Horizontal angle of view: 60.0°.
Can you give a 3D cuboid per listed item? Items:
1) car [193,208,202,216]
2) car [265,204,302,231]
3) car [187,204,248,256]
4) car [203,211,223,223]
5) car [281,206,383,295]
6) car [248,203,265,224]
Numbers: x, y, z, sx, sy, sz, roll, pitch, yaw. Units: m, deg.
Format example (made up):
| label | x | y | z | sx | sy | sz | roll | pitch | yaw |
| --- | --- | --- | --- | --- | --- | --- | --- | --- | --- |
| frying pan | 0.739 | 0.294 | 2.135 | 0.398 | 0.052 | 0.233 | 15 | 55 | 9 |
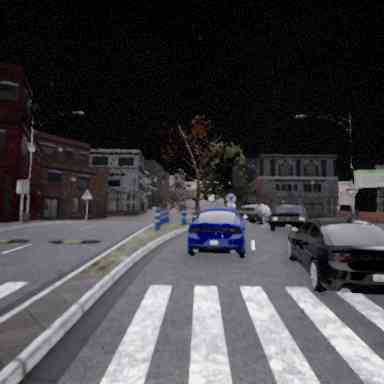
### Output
| label | x | y | z | sx | sy | sz | roll | pitch | yaw |
| --- | --- | --- | --- | --- | --- | --- | --- | --- | --- |
| car | 1.306 | 4.834 | 80.669 | 2.033 | 1.411 | 5.357 | 0 | 1 | 1 |
| car | 5.268 | 1.343 | 17.936 | 1.895 | 1.301 | 4.718 | -1 | -1 | 18 |
| car | 1.049 | 1.321 | 12.520 | 1.882 | 1.535 | 5.008 | 0 | 1 | 9 |
| car | 3.716 | 4.498 | 60.023 | 2.150 | 2.045 | 5.566 | 2 | -3 | -12 |
| car | 3.760 | 1.394 | 8.643 | 1.882 | 1.535 | 5.008 | 0 | 1 | 6 |
| car | 4.785 | 1.617 | 24.325 | 1.837 | 1.490 | 4.892 | -3 | -6 | 29 |
